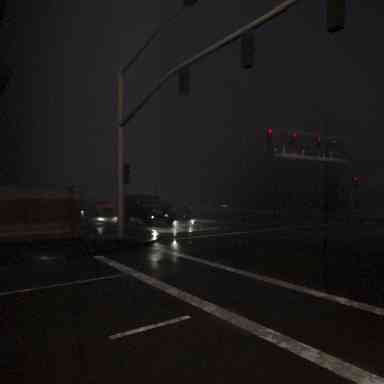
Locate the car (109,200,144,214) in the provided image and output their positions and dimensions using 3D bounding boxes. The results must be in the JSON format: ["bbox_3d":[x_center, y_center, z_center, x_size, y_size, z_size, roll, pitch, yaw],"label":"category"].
[{"bbox_3d":[-7.161,1.601,35.880,1.895,1.301,4.718,0,0,-36],"label":"car"}]

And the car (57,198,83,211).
[{"bbox_3d":[-15.090,1.526,40.941,1.812,1.442,4.674,0,0,-35],"label":"car"}]

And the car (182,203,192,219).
[{"bbox_3d":[-1.918,1.352,28.581,2.097,1.767,4.553,0,0,-36],"label":"car"}]

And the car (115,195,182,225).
[{"bbox_3d":[-3.334,1.222,24.549,2.150,2.045,5.566,0,0,-36],"label":"car"}]

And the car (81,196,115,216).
[{"bbox_3d":[-9.095,1.478,32.574,1.882,1.535,5.008,0,0,-36],"label":"car"}]

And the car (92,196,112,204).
[{"bbox_3d":[-16.794,1.478,61.634,1.882,1.535,5.008,0,-1,-36],"label":"car"}]

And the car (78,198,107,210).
[{"bbox_3d":[-13.364,1.547,44.531,2.033,1.411,5.357,0,0,-36],"label":"car"}]
